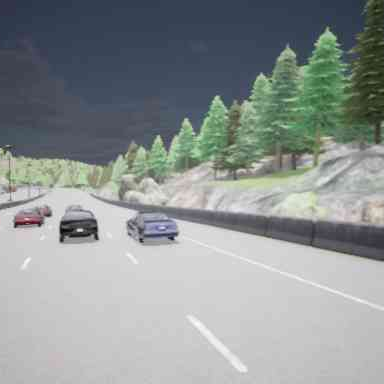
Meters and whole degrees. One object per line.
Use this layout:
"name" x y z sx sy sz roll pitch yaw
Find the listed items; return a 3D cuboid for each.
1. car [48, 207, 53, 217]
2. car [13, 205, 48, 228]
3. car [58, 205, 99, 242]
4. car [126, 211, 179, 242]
"car" -17.298 2.203 38.436 1.994 1.385 4.181 -1 0 -20
"car" -13.083 2.030 26.877 1.994 1.385 4.181 -1 -1 -20
"car" -6.270 1.741 18.393 1.882 1.535 5.008 -1 -1 -20
"car" -2.226 1.720 17.520 2.033 1.411 5.357 -1 0 -20
